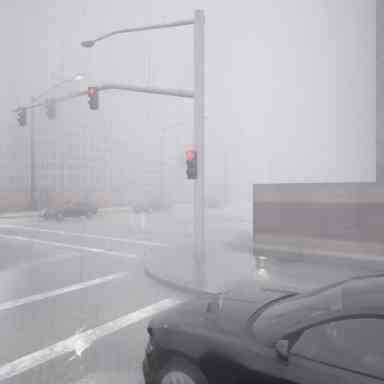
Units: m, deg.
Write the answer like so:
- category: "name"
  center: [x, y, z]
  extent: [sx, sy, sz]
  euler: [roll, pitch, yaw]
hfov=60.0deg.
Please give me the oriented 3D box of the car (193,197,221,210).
- category: "car"
  center: [2.025, 1.478, 44.009]
  extent: [1.882, 1.535, 5.008]
  euler: [0, 0, 36]

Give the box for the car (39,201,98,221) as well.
- category: "car"
  center: [-10.075, 1.491, 27.417]
  extent: [2.128, 1.511, 4.902]
  euler: [0, 0, 34]

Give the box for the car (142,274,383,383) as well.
- category: "car"
  center: [1.759, 1.478, 2.751]
  extent: [5.008, 1.535, 1.882]
  euler: [0, 0, 37]

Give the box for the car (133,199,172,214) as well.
- category: "car"
  center: [-4.146, 1.505, 35.555]
  extent: [1.837, 1.490, 4.892]
  euler: [0, 0, 36]
